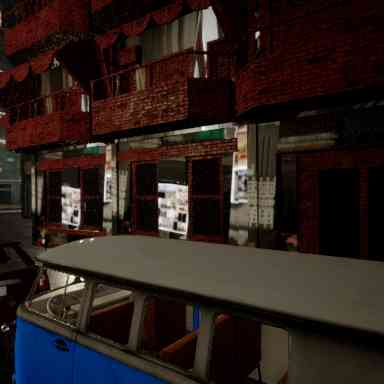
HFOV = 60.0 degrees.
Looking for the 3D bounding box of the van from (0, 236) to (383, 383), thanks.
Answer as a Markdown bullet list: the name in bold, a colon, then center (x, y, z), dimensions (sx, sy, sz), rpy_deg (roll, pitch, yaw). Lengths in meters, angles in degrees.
- **van**: center (0.200, 1.341, 2.592), dimensions (3.998, 1.788, 1.690), rpy_deg (0, -1, 36)
